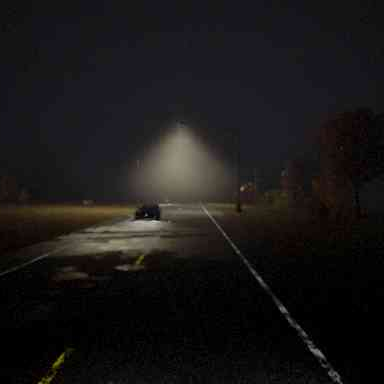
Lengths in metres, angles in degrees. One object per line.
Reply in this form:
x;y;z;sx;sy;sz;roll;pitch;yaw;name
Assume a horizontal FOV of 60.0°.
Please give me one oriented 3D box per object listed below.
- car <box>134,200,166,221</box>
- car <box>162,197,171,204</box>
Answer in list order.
-3.589;1.632;28.053;1.994;1.385;4.181;0;0;0;car
-5.370;1.699;69.710;2.128;1.511;4.902;0;0;-7;car
